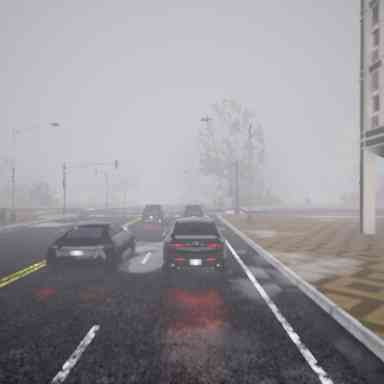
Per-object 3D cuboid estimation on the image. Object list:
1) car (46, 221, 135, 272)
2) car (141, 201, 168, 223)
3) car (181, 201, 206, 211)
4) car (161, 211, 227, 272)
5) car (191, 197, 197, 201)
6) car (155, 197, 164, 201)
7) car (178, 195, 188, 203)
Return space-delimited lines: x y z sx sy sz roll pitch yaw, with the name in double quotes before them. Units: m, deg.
"car" -3.154 1.666 11.126 1.994 1.385 4.181 0 -1 0
"car" -3.156 1.752 28.246 1.837 1.490 4.892 0 -1 0
"car" 0.098 1.752 28.179 1.837 1.490 4.892 0 -1 0
"car" 0.097 1.608 11.170 1.837 1.490 4.892 0 0 0
"car" 0.536 2.246 92.261 1.812 1.442 4.674 0 0 1
"car" -9.182 2.121 94.203 2.097 1.767 4.553 0 0 1
"car" -2.719 1.934 91.965 2.150 2.045 5.566 0 0 1
